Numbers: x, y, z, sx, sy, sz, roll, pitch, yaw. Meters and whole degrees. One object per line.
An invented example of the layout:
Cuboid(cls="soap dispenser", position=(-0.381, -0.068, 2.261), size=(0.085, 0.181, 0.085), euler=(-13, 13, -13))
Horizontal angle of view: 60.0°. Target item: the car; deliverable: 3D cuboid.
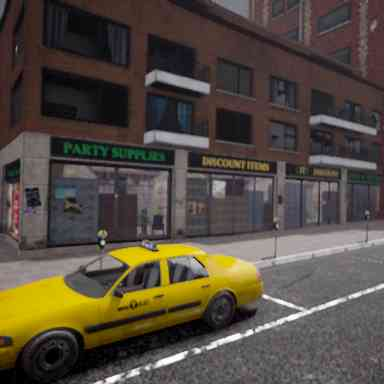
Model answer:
Cuboid(cls="car", position=(-0.937, 1.516, 5.404), size=(4.829, 1.417, 1.752), euler=(0, 2, -35))
